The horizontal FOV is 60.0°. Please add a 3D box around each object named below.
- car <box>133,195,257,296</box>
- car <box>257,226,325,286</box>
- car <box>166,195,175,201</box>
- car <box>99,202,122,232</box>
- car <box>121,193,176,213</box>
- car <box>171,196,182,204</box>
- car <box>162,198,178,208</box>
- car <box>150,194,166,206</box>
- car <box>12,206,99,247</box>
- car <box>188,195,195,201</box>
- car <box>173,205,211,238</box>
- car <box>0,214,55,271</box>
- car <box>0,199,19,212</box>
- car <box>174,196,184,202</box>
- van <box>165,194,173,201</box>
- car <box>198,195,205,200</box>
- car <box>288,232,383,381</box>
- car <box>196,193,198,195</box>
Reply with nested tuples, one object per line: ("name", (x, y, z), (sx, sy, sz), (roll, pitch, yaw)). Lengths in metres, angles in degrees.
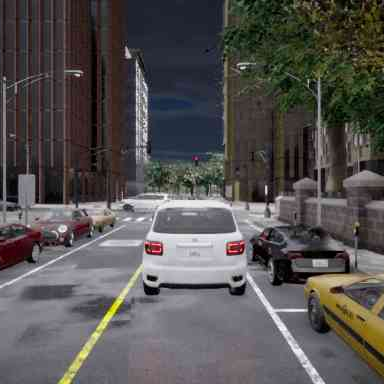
("car", (0.061, 1.222, 8.819), (2.150, 2.045, 5.566), (0, 0, 0))
("car", (2.756, 1.566, 9.228), (1.947, 1.339, 4.313), (0, 0, 0))
("car", (-5.815, 1.586, 90.169), (2.008, 1.369, 4.403), (0, 0, 0))
("car", (-5.776, 1.527, 19.965), (1.752, 1.417, 4.829), (0, 0, 0))
("car", (-4.783, 1.160, 34.818), (5.566, 2.045, 2.150), (1, 0, 0))
("car", (-3.060, 1.584, 66.976), (1.994, 1.385, 4.181), (0, 0, 1))
("car", (-3.123, 1.574, 48.106), (1.994, 1.385, 4.181), (0, 0, 0))
("car", (-5.797, 1.329, 57.543), (2.192, 1.841, 5.009), (0, 0, 0))
("car", (-5.773, 1.441, 14.679), (1.967, 1.590, 4.097), (0, 0, 0))
("car", (-0.050, 1.534, 88.581), (1.837, 1.490, 4.892), (0, 0, 0))
("car", (0.013, 1.527, 18.464), (1.812, 1.442, 4.674), (0, 0, 1))
("car", (-5.770, 1.545, 9.221), (1.887, 1.381, 4.507), (0, 0, 0))
("car", (-19.189, 1.203, 31.530), (5.357, 1.411, 2.033), (1, 0, -5))
("car", (-3.044, 1.559, 77.315), (2.033, 1.411, 5.357), (0, 0, 0))
("van", (-5.812, 1.372, 84.731), (1.690, 1.788, 3.998), (0, 0, 0))
("car", (2.707, 1.565, 95.781), (1.752, 1.417, 4.829), (0, 0, 0))
("car", (2.758, 1.525, 3.941), (1.752, 1.417, 4.829), (0, 0, 0))
("car", (-0.045, 1.551, 78.675), (1.812, 1.442, 4.674), (0, 0, 0))
